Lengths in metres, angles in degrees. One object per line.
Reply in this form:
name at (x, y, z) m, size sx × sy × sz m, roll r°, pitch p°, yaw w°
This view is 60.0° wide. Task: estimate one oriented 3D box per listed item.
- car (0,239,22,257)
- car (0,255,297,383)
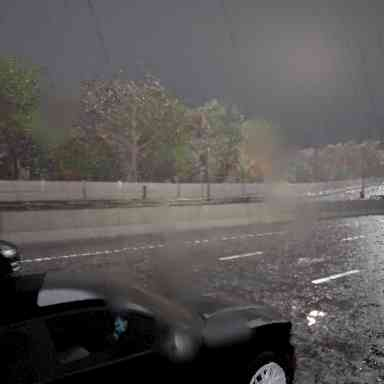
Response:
car at (-6.650, 1.497, 7.598) m, size 4.902 × 1.511 × 2.128 m, roll 0°, pitch 0°, yaw -35°
car at (-1.154, 1.475, 2.917) m, size 5.008 × 1.535 × 1.882 m, roll 0°, pitch 0°, yaw -35°
